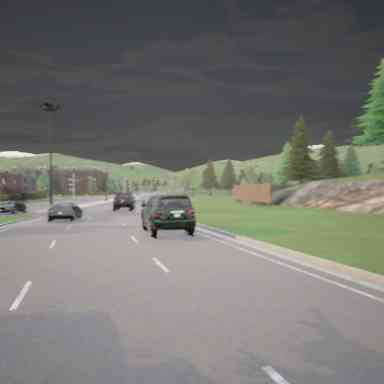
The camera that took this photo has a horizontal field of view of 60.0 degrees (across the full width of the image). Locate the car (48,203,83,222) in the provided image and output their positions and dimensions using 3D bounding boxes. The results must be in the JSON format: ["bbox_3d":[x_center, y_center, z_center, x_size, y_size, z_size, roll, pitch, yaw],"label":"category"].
[{"bbox_3d":[-10.150,1.559,26.875,1.994,1.385,4.181,-1,0,-8],"label":"car"}]

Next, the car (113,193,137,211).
[{"bbox_3d":[-7.978,1.143,39.409,2.150,2.045,5.566,-1,0,-5],"label":"car"}]

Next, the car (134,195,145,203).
[{"bbox_3d":[-10.418,1.362,66.103,1.812,1.442,4.674,-1,0,-5],"label":"car"}]

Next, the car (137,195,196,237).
[{"bbox_3d":[-1.385,1.162,17.839,2.150,2.045,5.566,-1,0,-15],"label":"car"}]

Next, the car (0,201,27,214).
[{"bbox_3d":[-19.304,1.620,35.487,1.994,1.385,4.181,-1,0,-5],"label":"car"}]

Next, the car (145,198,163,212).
[{"bbox_3d":[-4.354,1.451,38.399,1.994,1.385,4.181,-1,0,-5],"label":"car"}]
